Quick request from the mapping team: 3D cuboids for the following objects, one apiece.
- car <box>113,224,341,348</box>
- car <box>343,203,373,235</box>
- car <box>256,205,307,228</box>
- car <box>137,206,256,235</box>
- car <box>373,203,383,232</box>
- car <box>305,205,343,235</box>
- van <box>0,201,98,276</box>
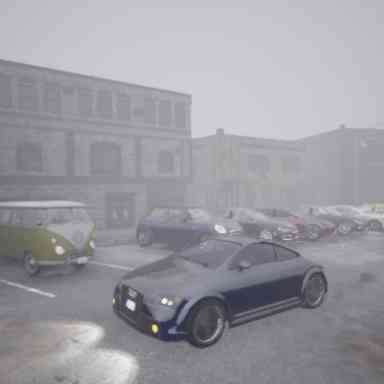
[{"bbox_3d":[0.677,1.564,6.311,4.181,1.385,1.994,0,0,-35],"label":"car"},{"bbox_3d":[7.121,1.498,18.665,4.892,1.521,2.231,-1,-1,34],"label":"car"},{"bbox_3d":[2.339,1.492,15.257,4.892,1.521,2.231,-1,-1,35],"label":"car"},{"bbox_3d":[-0.071,1.363,13.573,4.553,1.767,2.185,-1,-1,35],"label":"car"},{"bbox_3d":[9.513,1.541,20.358,4.674,1.452,2.002,-1,-1,35],"label":"car"},{"bbox_3d":[4.759,1.523,16.938,4.792,1.488,2.163,-1,-1,35],"label":"car"},{"bbox_3d":[-4.731,1.258,10.089,4.442,1.987,1.878,-1,-1,35],"label":"van"}]
